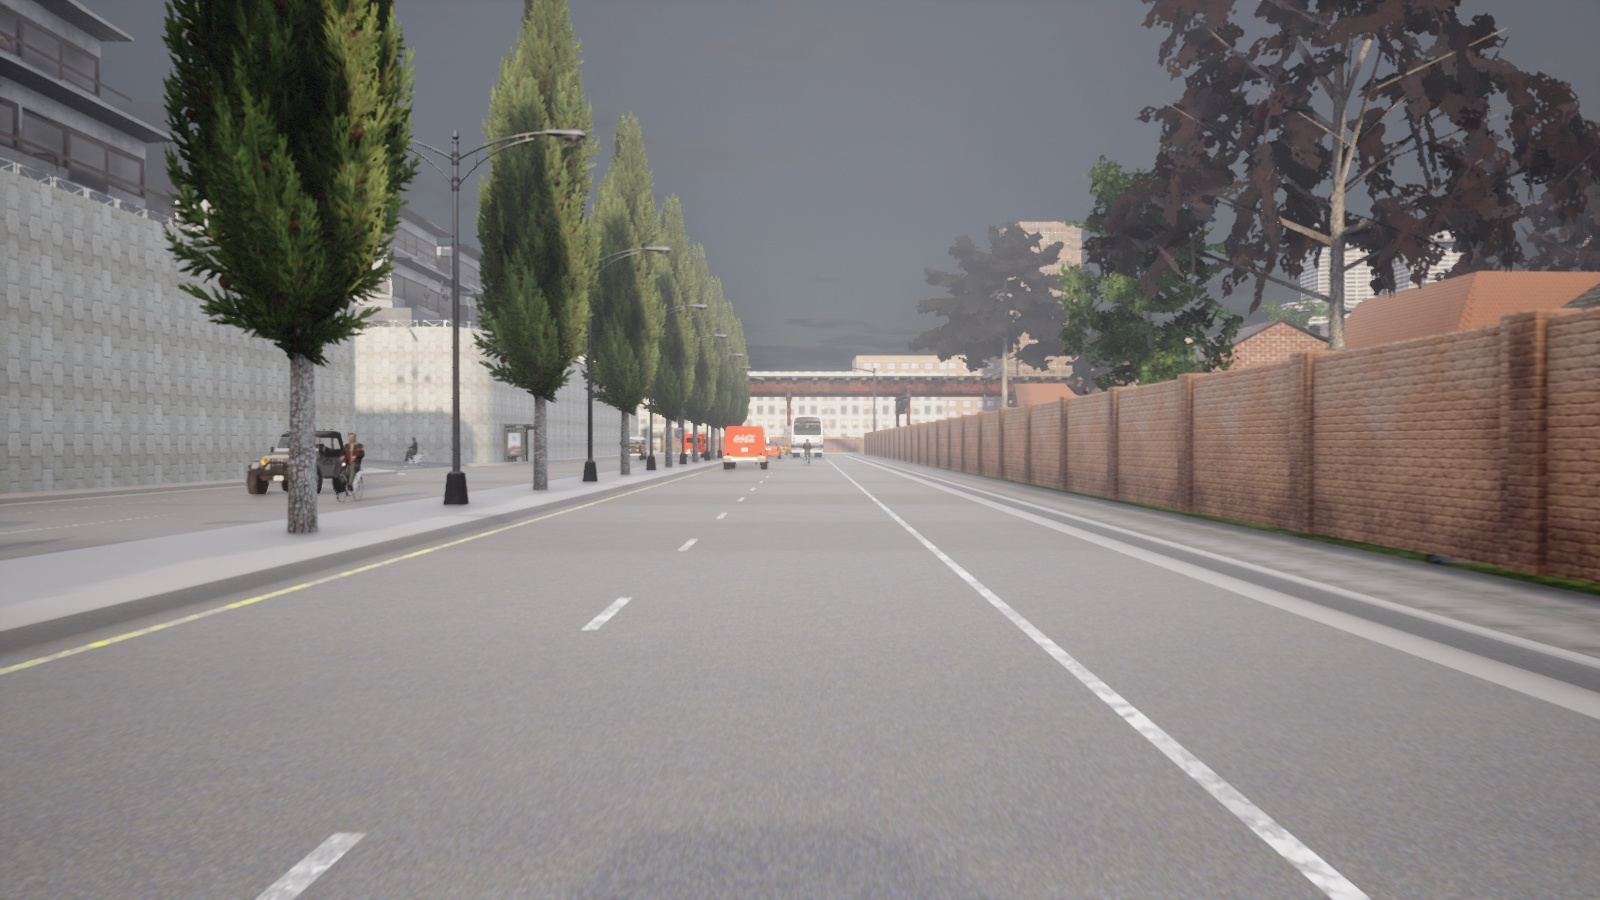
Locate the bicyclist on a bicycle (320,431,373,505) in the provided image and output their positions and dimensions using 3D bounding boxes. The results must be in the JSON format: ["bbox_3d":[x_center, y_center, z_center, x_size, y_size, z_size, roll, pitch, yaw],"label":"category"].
[{"bbox_3d":[-11.307,0.431,31.355,0.659,1.776,1.843,0,0,0],"label":"bicyclist on a bicycle"}]

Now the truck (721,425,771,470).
[{"bbox_3d":[-3.072,-0.151,72.528,2.627,2.467,5.204,0,0,0],"label":"truck"}]

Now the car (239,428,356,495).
[{"bbox_3d":[-14.774,0.321,37.149,1.905,1.878,3.866,0,0,0],"label":"car"}]
